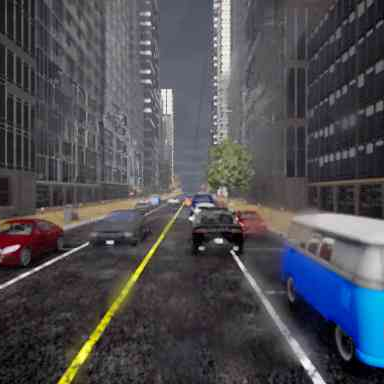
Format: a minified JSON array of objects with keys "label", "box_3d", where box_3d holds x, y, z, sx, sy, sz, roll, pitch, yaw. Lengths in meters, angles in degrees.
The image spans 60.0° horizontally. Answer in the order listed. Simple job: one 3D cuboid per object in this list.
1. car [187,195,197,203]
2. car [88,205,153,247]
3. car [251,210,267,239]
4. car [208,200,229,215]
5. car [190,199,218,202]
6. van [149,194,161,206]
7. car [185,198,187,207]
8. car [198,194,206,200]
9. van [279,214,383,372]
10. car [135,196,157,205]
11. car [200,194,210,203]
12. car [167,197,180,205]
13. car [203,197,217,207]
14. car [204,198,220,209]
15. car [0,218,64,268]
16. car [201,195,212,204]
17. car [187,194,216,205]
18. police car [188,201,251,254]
[{"label":"car","box_3d":[-0.004,1.402,64.276,1.812,1.442,4.674,0,0,0]},{"label":"car","box_3d":[-3.102,1.525,15.271,2.033,1.411,5.357,0,0,0]},{"label":"car","box_3d":[2.689,1.558,16.880,1.802,1.307,4.206,0,0,0]},{"label":"car","box_3d":[2.688,1.533,33.958,1.802,1.307,4.206,0,0,0]},{"label":"car","box_3d":[0.899,1.492,23.515,1.812,1.442,4.674,0,0,0]},{"label":"van","box_3d":[-5.693,1.256,51.038,1.690,1.788,3.998,0,0,0]},{"label":"car","box_3d":[-0.001,1.270,49.526,2.097,1.767,4.553,0,0,0]},{"label":"car","box_3d":[2.686,1.334,90.882,1.887,1.381,4.507,0,0,0]},{"label":"van","box_3d":[2.689,1.333,5.496,1.690,1.788,3.998,0,0,0]},{"label":"car","box_3d":[-5.693,1.492,39.653,2.008,1.369,4.403,0,0,0]},{"label":"car","box_3d":[2.687,1.305,68.112,1.967,1.590,4.097,0,0,0]},{"label":"car","box_3d":[-3.066,1.502,55.949,1.895,1.301,4.718,0,0,0]},{"label":"car","box_3d":[2.688,1.466,51.035,2.008,1.369,4.403,0,0,0]},{"label":"car","box_3d":[2.688,1.480,45.342,2.008,1.369,4.403,0,0,0]},{"label":"car","box_3d":[-5.692,1.566,11.190,1.802,1.307,4.206,0,0,0]},{"label":"car","box_3d":[2.687,1.322,62.420,1.967,1.590,4.097,0,0,0]},{"label":"car","box_3d":[0.898,1.182,29.544,2.150,2.045,5.566,0,0,0]},{"label":"police car","box_3d":[0.899,1.406,13.624,1.930,1.638,5.238,0,0,0]}]
